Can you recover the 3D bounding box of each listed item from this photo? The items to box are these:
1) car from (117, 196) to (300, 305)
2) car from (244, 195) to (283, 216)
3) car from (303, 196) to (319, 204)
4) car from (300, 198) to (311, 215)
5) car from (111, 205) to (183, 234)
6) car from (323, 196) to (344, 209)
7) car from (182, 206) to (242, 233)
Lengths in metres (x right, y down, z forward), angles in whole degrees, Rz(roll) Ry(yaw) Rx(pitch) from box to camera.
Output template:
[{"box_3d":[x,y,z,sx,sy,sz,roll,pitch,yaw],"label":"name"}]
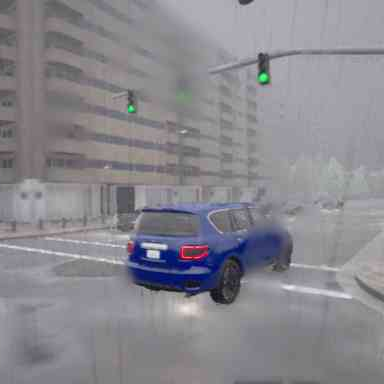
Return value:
[{"box_3d":[0.778,1.271,8.591,2.150,2.045,5.566,-1,0,35],"label":"car"},{"box_3d":[8.018,1.444,37.013,2.150,2.045,5.566,-1,-1,36],"label":"car"},{"box_3d":[17.554,1.227,49.978,2.097,1.767,4.553,-1,-1,36],"label":"car"},{"box_3d":[10.256,1.666,34.130,1.837,1.490,4.892,-1,-1,36],"label":"car"},{"box_3d":[-2.794,1.729,21.985,1.837,1.490,4.892,-1,0,35],"label":"car"},{"box_3d":[20.388,1.429,47.918,2.097,1.767,4.553,-1,-1,36],"label":"car"},{"box_3d":[1.431,1.728,21.897,1.994,1.385,4.181,-1,-1,35],"label":"car"}]
